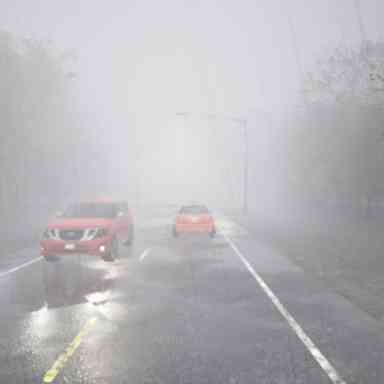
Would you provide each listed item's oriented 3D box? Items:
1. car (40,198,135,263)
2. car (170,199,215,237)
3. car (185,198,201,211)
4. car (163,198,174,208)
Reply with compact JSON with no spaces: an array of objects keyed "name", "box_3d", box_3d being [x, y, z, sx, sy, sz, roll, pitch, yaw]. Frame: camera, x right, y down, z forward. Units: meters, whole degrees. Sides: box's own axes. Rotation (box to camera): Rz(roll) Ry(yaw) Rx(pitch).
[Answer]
[{"name":"car","box_3d":[-3.597,1.275,12.565,2.150,2.045,5.566,0,0,0]},{"name":"car","box_3d":[0.103,1.428,18.580,2.097,1.767,4.553,0,0,0]},{"name":"car","box_3d":[0.100,1.681,46.018,2.128,1.511,4.902,0,0,0]},{"name":"car","box_3d":[-3.533,1.695,52.918,1.882,1.535,5.008,0,0,1]}]
